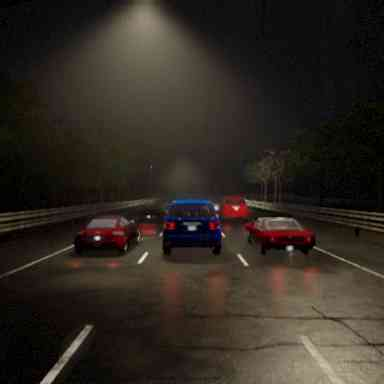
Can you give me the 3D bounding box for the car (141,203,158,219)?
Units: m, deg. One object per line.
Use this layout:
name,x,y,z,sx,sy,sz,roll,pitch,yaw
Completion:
car,-3.488,1.754,29.296,1.837,1.490,4.892,0,0,0

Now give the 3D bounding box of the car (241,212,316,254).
car,3.505,1.727,14.107,1.895,1.301,4.718,0,0,0

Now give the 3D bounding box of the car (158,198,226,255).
car,0.004,1.342,14.019,2.150,2.045,5.566,0,0,0

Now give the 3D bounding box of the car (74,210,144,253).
car,-3.491,1.692,14.298,1.994,1.385,4.181,0,0,0

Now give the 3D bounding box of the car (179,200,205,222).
car,0.010,1.594,29.076,2.097,1.767,4.553,0,-1,0

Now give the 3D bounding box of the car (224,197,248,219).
car,3.508,1.460,29.013,2.150,2.045,5.566,0,0,0
